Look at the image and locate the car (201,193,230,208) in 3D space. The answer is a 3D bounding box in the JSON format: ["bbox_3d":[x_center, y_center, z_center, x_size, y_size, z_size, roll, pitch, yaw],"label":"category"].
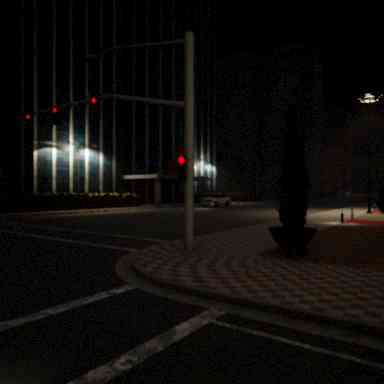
[{"bbox_3d":[3.478,1.178,47.830,2.150,2.045,5.566,0,0,35],"label":"car"}]
